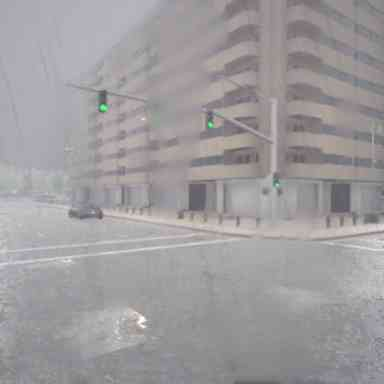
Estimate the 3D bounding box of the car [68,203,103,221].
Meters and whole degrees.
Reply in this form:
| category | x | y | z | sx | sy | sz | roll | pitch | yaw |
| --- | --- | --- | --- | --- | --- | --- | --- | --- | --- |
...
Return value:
| category | x | y | z | sx | sy | sz | roll | pitch | yaw |
| --- | --- | --- | --- | --- | --- | --- | --- | --- | --- |
| car | -9.081 | 1.614 | 28.275 | 1.994 | 1.385 | 4.181 | 0 | 0 | -35 |
